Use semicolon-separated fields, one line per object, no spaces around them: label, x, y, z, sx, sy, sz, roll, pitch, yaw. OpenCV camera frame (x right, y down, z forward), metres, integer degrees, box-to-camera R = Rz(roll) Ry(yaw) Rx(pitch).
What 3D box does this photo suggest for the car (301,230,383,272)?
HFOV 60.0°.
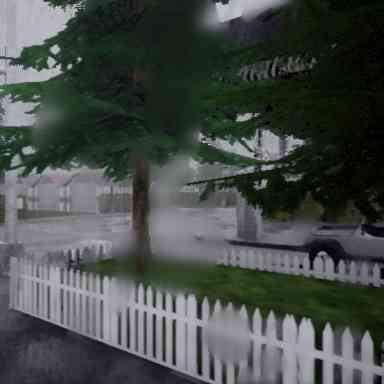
car;5.258;1.315;9.367;3.866;1.878;1.905;0;0;35
